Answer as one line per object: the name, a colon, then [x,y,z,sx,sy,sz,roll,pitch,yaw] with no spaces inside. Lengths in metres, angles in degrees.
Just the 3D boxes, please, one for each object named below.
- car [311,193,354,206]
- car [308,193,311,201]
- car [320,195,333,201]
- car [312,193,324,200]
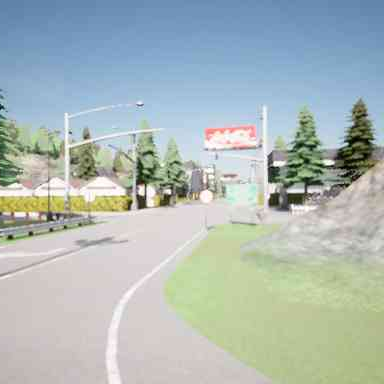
car: [16.910,1.337,40.246,3.866,1.878,1.905,-1,0,9]
car: [28.053,1.169,78.623,1.905,1.878,3.866,-1,0,9]
car: [31.240,1.423,77.489,1.970,1.475,3.806,-1,0,9]
car: [32.552,1.183,85.867,1.932,1.855,4.605,-1,0,9]
